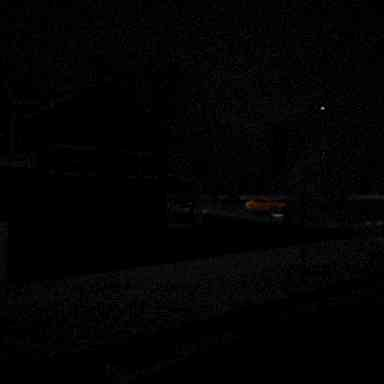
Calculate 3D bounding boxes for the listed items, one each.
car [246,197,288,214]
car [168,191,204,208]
[{"bbox_3d":[7.715,1.341,34.114,1.882,1.535,5.008,2,0,-35],"label":"car"},{"bbox_3d":[-0.823,0.926,40.657,2.150,2.045,5.566,2,0,-35],"label":"car"}]
